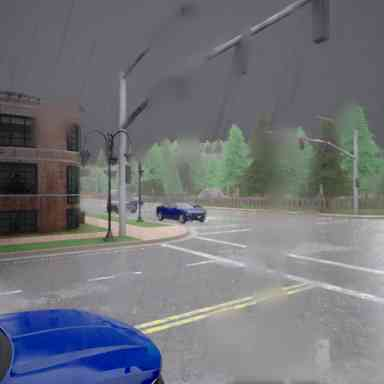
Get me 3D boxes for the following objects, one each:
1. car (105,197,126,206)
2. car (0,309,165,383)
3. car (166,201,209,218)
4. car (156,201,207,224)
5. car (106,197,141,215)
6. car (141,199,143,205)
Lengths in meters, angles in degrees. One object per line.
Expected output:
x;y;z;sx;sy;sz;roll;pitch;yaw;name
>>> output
-12.626;1.564;54.562;1.994;1.385;4.181;0;0;-35;car
-2.501;1.478;1.957;5.008;1.535;1.882;0;0;-36;car
-0.491;1.564;30.776;1.994;1.385;4.181;0;0;-35;car
-0.919;1.477;25.274;1.882;1.535;5.008;0;0;-35;car
-7.414;1.526;34.595;1.812;1.442;4.674;0;0;-34;car
-8.673;1.547;42.579;2.033;1.411;5.357;0;0;-34;car
